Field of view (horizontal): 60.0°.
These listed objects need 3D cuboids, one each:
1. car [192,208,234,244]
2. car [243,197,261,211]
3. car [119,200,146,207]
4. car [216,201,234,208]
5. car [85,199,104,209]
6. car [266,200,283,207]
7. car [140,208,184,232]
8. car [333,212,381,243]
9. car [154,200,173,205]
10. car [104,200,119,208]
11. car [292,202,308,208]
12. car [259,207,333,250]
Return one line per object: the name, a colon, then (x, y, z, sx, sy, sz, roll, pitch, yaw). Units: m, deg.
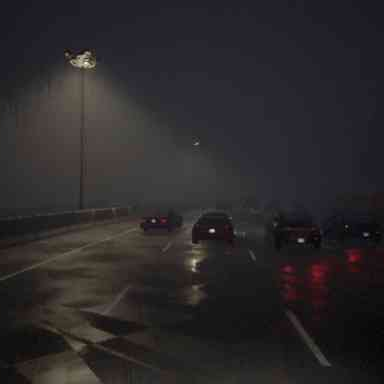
car: (1.150, 1.746, 17.077, 1.994, 1.385, 4.181, 0, -1, 6)
car: (9.337, 1.813, 51.678, 2.150, 2.045, 5.566, 0, -1, 20)
car: (-8.976, 1.952, 52.589, 2.128, 1.511, 4.902, 0, -1, 19)
car: (5.011, 2.016, 49.807, 1.882, 1.535, 5.008, 0, -1, 19)
car: (-15.555, 1.911, 54.916, 1.882, 1.535, 5.008, 0, -1, 19)
car: (11.973, 1.926, 48.141, 2.097, 1.767, 4.553, 0, -1, 19)
car: (-1.848, 1.753, 21.729, 2.033, 1.411, 5.357, 0, -1, 9)
car: (8.240, 1.765, 17.486, 1.812, 1.442, 4.674, 0, 0, 7)
car: (-4.651, 1.989, 54.373, 1.882, 1.535, 5.008, 0, 0, 20)
car: (-11.959, 2.060, 54.742, 1.895, 1.301, 4.718, 0, -1, 19)
car: (15.811, 2.174, 48.723, 1.994, 1.385, 4.181, 0, -1, 21)
car: (4.485, 1.681, 15.303, 2.128, 1.511, 4.902, 0, 0, 6)
